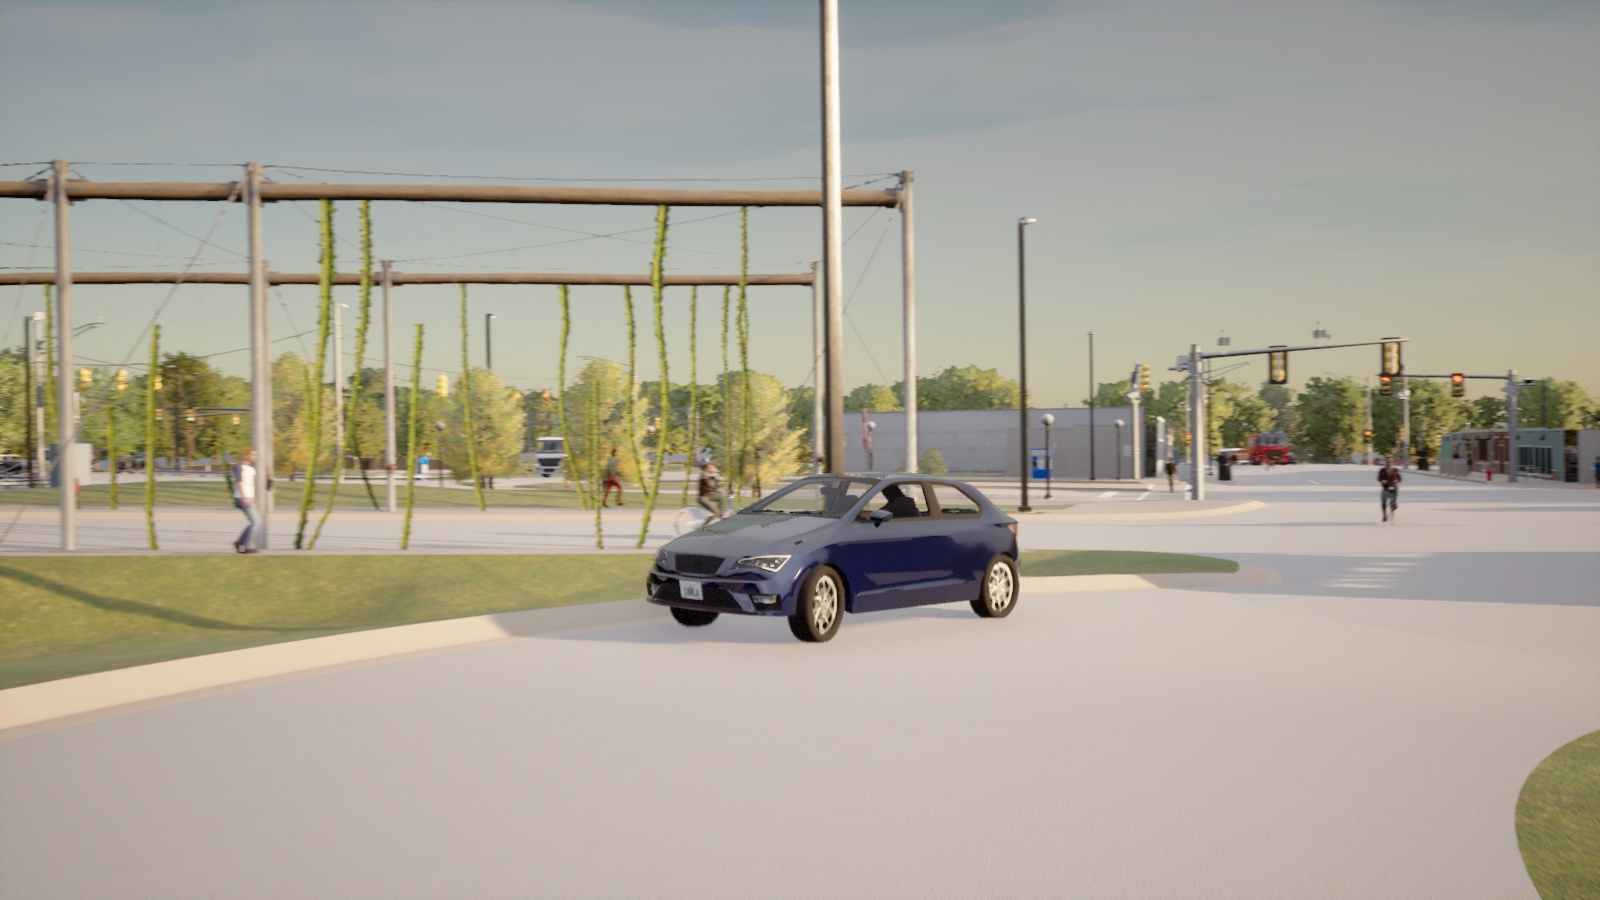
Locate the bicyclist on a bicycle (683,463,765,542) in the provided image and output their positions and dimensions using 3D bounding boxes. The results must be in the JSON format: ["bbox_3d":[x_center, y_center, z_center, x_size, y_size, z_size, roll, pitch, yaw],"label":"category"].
[{"bbox_3d":[-1.744,1.190,28.812,1.843,1.776,0.659,0,1,-6],"label":"bicyclist on a bicycle"}]

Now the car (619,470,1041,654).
[{"bbox_3d":[0.456,0.942,12.253,1.816,1.474,4.193,-1,-1,42],"label":"car"}]

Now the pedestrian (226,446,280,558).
[{"bbox_3d":[-9.107,0.855,20.924,0.706,1.836,0.354,-1,1,-10],"label":"pedestrian"}]

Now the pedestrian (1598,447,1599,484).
[{"bbox_3d":[42.705,0.825,66.708,0.396,1.930,0.692,-1,1,42],"label":"pedestrian"}]

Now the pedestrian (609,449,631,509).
[{"bbox_3d":[-5.541,0.893,38.729,0.614,1.847,0.353,-1,1,-8],"label":"pedestrian"}]

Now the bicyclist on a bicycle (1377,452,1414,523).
[{"bbox_3d":[15.379,0.948,32.444,0.659,1.776,1.843,-2,0,20],"label":"bicyclist on a bicycle"}]

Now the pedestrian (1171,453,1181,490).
[{"bbox_3d":[18.881,1.082,63.026,0.431,1.840,0.703,-1,1,20],"label":"pedestrian"}]
